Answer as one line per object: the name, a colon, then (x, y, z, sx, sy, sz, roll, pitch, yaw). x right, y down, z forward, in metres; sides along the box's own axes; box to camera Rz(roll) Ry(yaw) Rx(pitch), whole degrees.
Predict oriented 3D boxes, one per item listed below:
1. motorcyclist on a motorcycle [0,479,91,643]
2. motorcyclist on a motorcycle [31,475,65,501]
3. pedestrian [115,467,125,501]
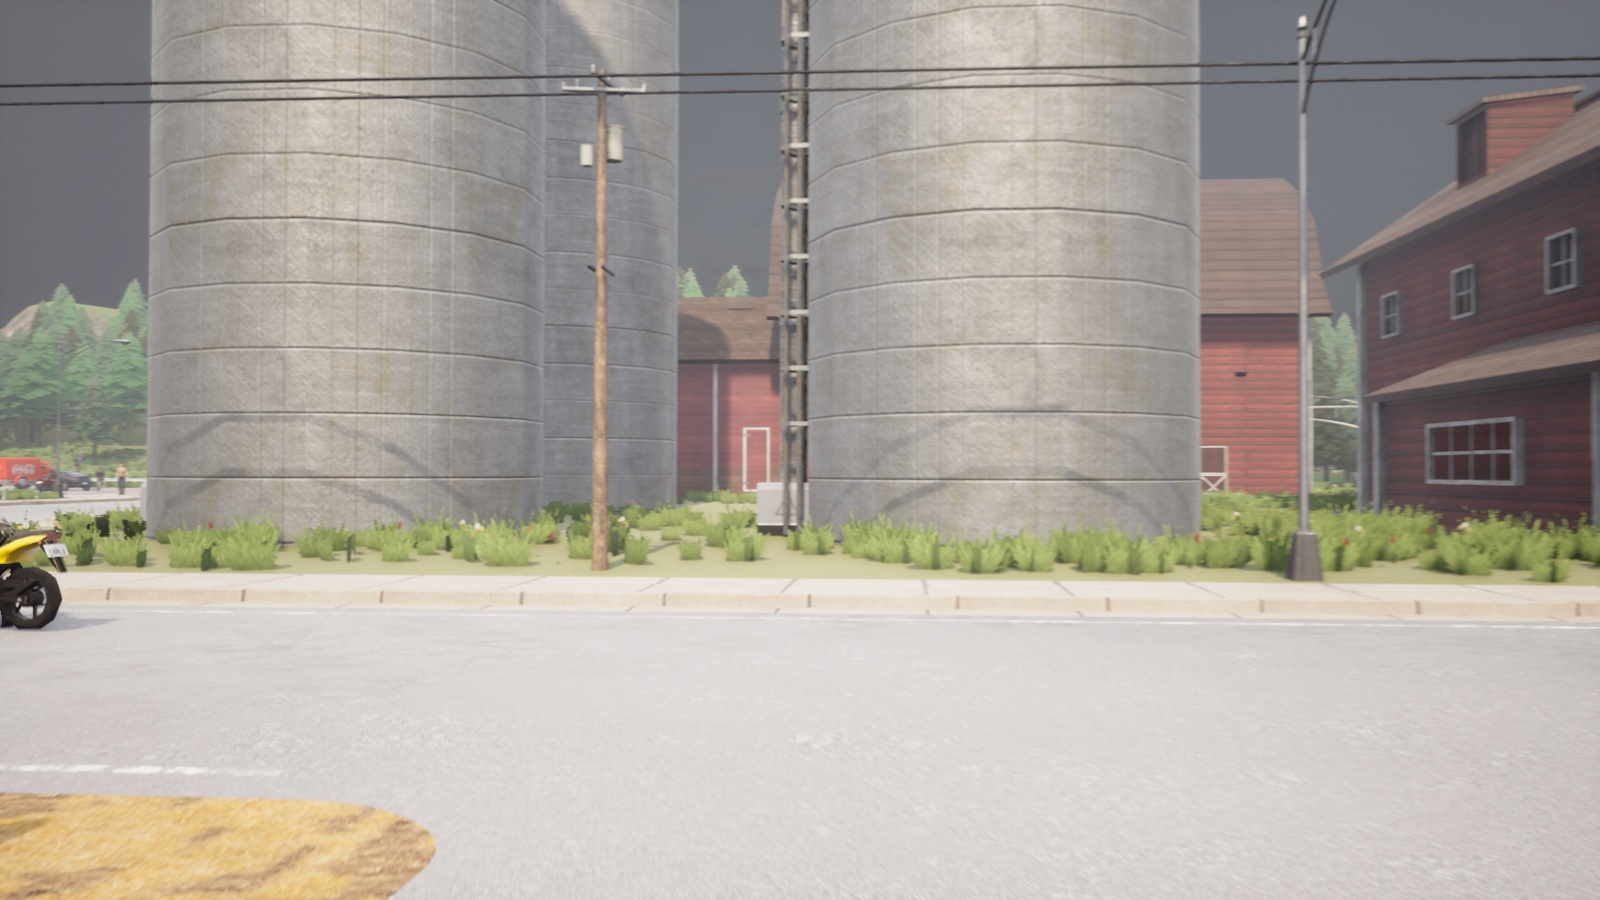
motorcyclist on a motorcycle: (-8.086, 1.045, 12.156, 2.044, 1.523, 0.797, 0, -1, 6)
motorcyclist on a motorcycle: (-46.438, 2.356, 77.569, 0.797, 1.523, 2.044, 0, 0, 4)
pedestrian: (-36.734, 1.819, 67.815, 0.345, 1.836, 0.594, 0, -1, -18)
